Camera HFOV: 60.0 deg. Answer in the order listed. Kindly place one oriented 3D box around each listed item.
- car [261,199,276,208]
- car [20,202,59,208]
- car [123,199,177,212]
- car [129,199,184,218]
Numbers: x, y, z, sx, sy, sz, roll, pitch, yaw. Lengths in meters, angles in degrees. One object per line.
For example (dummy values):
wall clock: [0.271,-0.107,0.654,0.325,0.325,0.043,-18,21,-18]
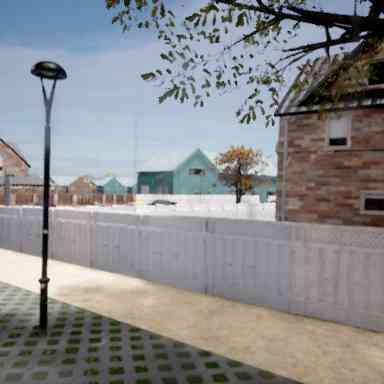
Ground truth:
car: [10.608,1.670,41.595,5.008,1.535,1.882,1,2,-31]
car: [-11.211,1.421,23.869,1.994,1.385,4.181,3,2,43]
car: [-3.840,1.546,27.183,5.008,1.535,1.882,1,2,-43]
car: [-3.294,1.494,31.526,4.892,1.490,1.837,0,2,-41]
